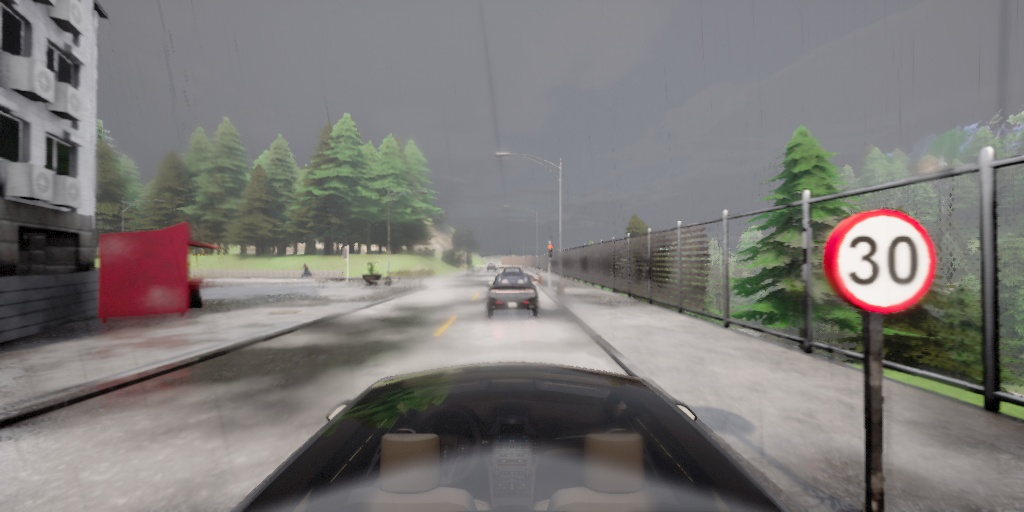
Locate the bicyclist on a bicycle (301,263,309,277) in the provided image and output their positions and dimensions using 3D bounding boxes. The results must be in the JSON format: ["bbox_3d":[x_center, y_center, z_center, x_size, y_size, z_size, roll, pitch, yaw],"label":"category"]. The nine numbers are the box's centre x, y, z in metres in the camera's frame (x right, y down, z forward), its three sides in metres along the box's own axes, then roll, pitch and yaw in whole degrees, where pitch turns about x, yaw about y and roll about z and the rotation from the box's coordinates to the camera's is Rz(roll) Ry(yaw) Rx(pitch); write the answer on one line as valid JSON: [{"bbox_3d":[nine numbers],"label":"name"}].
[{"bbox_3d":[-24.160,1.643,41.899,0.582,1.620,1.656,0,0,0],"label":"bicyclist on a bicycle"}]

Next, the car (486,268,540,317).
[{"bbox_3d":[0.042,1.408,14.012,2.128,1.511,4.902,0,-1,0],"label":"car"}]

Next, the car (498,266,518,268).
[{"bbox_3d":[0.040,1.627,29.129,1.837,1.490,4.892,0,0,1],"label":"car"}]
